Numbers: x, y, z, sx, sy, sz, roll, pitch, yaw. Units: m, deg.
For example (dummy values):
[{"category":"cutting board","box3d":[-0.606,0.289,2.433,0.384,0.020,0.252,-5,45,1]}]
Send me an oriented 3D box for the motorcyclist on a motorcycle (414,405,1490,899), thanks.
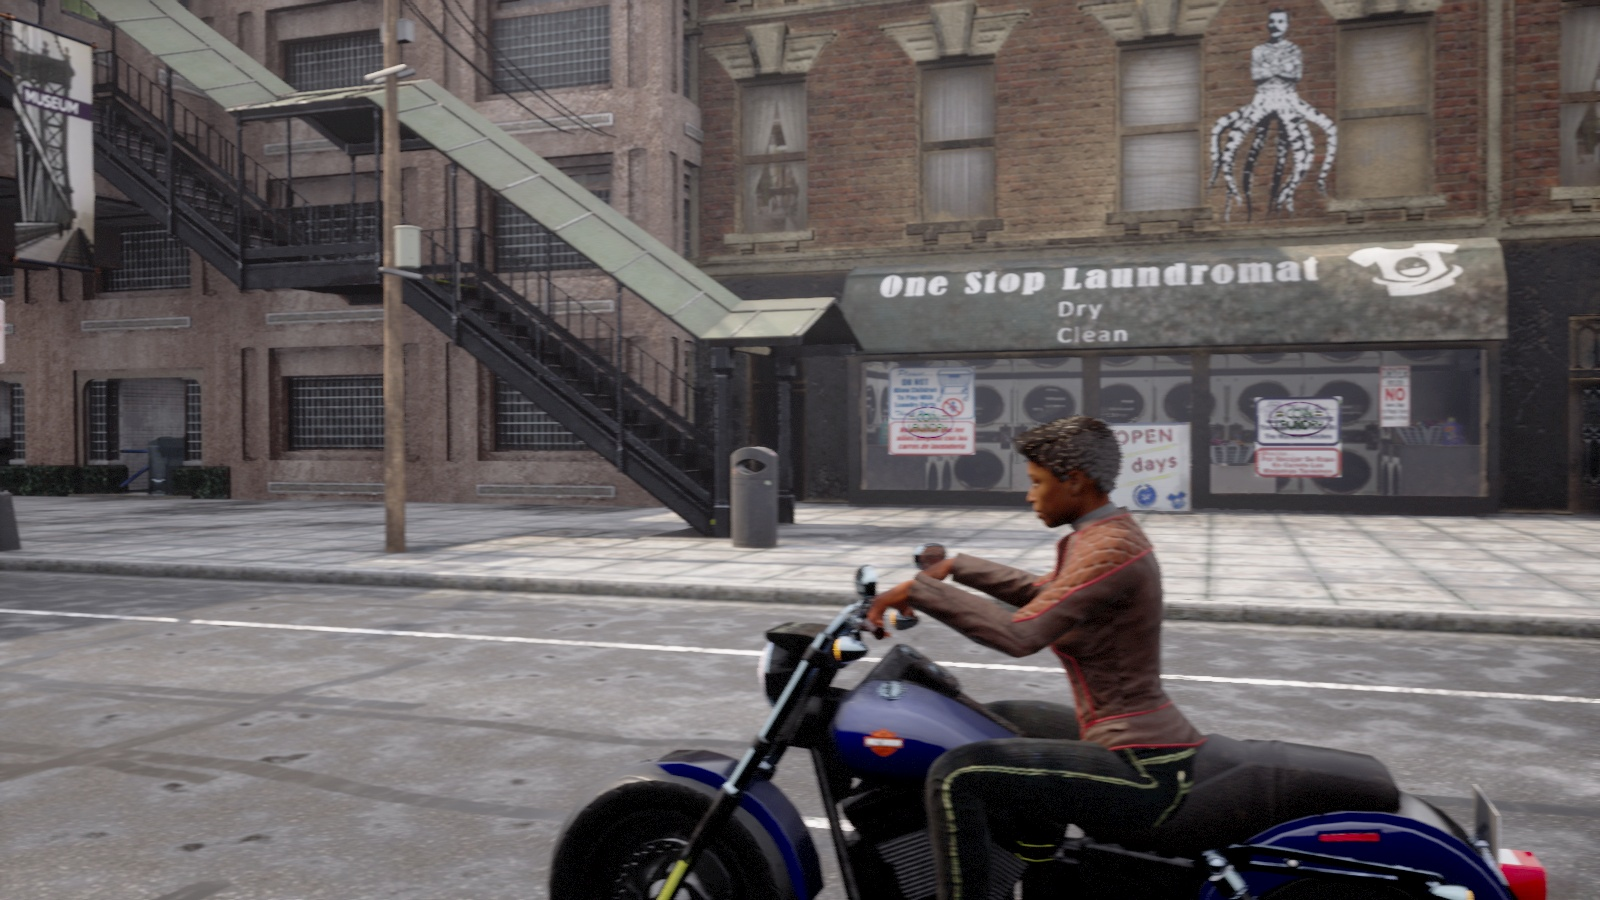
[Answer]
[{"category":"motorcyclist on a motorcycle","box3d":[0.290,0.729,3.086,2.350,1.649,0.766,0,1,18]}]
